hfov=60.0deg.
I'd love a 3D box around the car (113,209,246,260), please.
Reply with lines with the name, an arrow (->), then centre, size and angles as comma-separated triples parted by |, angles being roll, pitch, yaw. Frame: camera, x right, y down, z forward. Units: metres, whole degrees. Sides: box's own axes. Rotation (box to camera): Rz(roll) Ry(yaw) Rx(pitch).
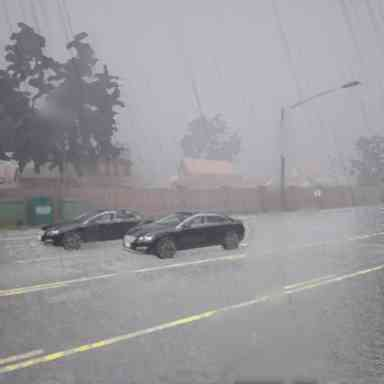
car -> -0.136, 1.479, 12.486 | 4.902, 1.511, 2.128 | 0, 0, -35

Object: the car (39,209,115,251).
car -> -3.826, 1.482, 14.155 | 4.902, 1.511, 2.128 | 0, 0, -35
